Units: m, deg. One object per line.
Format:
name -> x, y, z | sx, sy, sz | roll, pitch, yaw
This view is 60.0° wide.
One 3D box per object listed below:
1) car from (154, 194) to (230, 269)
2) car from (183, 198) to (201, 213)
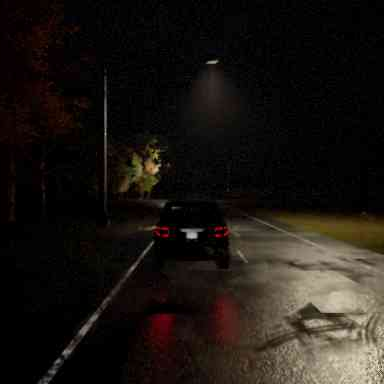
car -> 0.000, 1.221, 11.329 | 2.150, 2.045, 5.566 | 0, 0, 0
car -> 0.003, 1.488, 37.307 | 1.837, 1.490, 4.892 | 0, 0, 0
